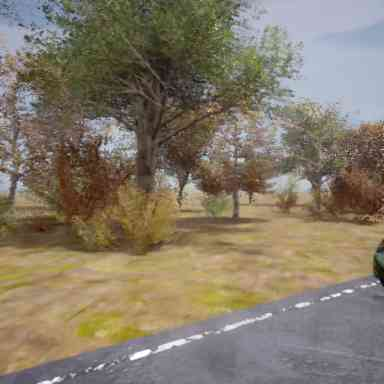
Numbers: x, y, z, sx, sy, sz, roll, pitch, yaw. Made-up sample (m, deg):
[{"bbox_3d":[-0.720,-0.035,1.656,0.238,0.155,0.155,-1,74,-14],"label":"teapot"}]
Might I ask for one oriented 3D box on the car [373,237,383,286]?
[{"bbox_3d":[6.637,1.229,7.919,5.566,2.045,2.150,0,0,-34],"label":"car"}]
